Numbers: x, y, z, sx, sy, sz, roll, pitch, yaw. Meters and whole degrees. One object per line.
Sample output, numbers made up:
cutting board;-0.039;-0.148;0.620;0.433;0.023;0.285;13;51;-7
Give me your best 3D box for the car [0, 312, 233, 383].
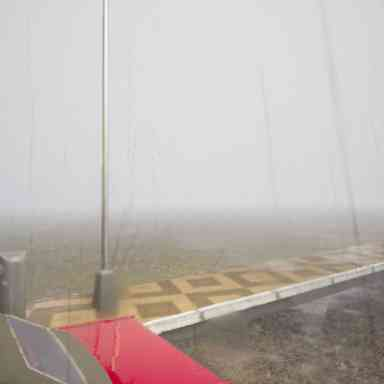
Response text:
car;-2.059;1.601;1.785;4.718;1.301;1.895;0;0;-36
